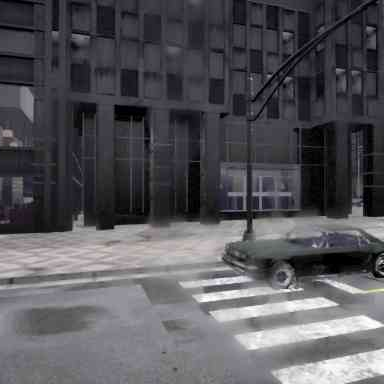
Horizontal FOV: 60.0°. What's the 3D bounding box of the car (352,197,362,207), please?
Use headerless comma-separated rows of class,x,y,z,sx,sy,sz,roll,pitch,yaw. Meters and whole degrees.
car,20.533,1.214,44.781,2.128,1.511,4.902,0,-1,-16

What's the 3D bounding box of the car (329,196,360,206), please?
car,22.513,1.327,49.276,1.994,1.385,4.181,0,-1,-16

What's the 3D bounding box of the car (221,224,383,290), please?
car,3.211,1.539,8.694,4.718,1.301,1.895,-1,0,-16
